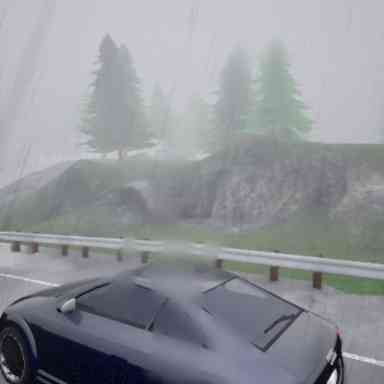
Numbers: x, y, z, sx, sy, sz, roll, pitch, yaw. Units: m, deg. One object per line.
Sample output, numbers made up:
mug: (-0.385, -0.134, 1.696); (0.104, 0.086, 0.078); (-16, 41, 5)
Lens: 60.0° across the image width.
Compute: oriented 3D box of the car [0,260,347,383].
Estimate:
car: (-0.480, 1.551, 3.929); (4.181, 1.385, 1.994); (0, 0, 34)
